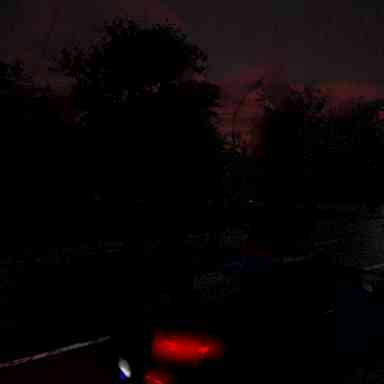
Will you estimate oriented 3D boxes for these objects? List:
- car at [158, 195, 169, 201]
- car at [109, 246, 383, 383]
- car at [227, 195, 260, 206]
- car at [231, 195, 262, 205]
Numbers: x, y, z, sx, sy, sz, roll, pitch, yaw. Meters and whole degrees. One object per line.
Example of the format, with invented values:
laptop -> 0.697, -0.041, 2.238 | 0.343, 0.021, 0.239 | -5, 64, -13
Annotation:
car -> -6.555, 1.264, 65.560 | 1.895, 1.301, 4.718 | -1, 0, -37
car -> 1.228, 1.500, 4.546 | 4.674, 1.442, 1.812 | 0, 0, -35
car -> 7.130, 1.167, 47.408 | 1.837, 1.490, 4.892 | -1, 1, -37
car -> 8.405, 1.149, 51.520 | 1.812, 1.442, 4.674 | -1, 1, -37
